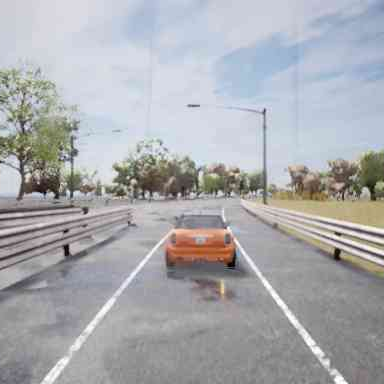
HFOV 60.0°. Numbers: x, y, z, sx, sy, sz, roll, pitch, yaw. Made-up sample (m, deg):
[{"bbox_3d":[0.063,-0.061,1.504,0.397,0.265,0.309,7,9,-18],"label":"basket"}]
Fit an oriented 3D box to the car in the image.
[{"bbox_3d":[0.313,1.408,11.606,2.097,1.767,4.553,0,0,2],"label":"car"}]
